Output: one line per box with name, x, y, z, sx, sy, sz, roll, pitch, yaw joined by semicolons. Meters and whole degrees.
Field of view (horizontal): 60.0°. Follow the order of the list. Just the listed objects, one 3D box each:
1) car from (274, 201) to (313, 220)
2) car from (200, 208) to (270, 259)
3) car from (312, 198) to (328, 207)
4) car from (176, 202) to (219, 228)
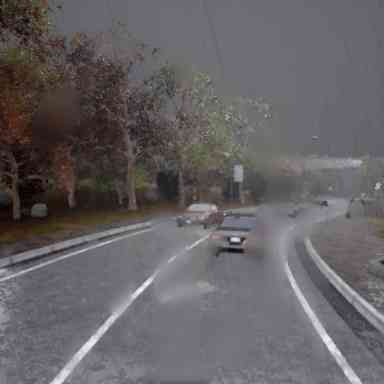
car;8.757;1.634;29.225;2.033;1.411;5.357;4;1;31
car;1.940;1.527;12.749;2.033;1.411;5.357;2;0;14
car;21.629;1.755;56.239;2.033;1.411;5.357;4;2;33
car;0.625;1.382;20.586;1.812;1.442;4.674;2;1;20
